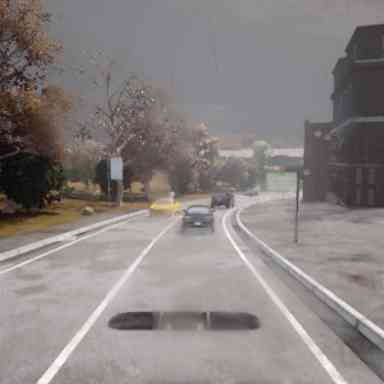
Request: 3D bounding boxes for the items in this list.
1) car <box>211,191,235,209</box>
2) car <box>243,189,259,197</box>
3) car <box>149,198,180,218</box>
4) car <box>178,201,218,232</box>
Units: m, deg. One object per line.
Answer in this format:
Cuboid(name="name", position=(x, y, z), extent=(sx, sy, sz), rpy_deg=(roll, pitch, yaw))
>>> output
Cuboid(name="car", position=(3.840, 0.918, 40.559), extent=(2.150, 2.045, 5.566), rpy_deg=(1, 2, 16))
Cuboid(name="car", position=(11.940, 0.218, 67.436), extent=(1.837, 1.490, 4.892), rpy_deg=(4, 4, 33))
Cuboid(name="car", position=(-2.316, 1.319, 29.149), extent=(1.882, 1.535, 5.008), rpy_deg=(1, 1, 9))
Cuboid(name="car", position=(0.430, 1.488, 19.867), extent=(1.812, 1.442, 4.674), rpy_deg=(0, 0, 3))
